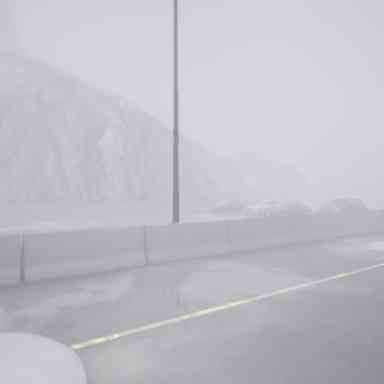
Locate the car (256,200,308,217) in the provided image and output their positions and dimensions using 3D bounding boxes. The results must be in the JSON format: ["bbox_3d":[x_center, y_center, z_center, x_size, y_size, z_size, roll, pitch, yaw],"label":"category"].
[{"bbox_3d":[7.652,1.451,26.569,4.674,1.442,1.812,0,0,-35],"label":"car"}]

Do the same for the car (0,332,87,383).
[{"bbox_3d":[-2.910,1.530,1.684,4.674,1.442,1.812,0,0,-35],"label":"car"}]

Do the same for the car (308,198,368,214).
[{"bbox_3d":[11.090,1.272,24.706,4.553,1.767,2.097,0,0,-35],"label":"car"}]

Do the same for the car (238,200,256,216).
[{"bbox_3d":[6.750,1.446,30.211,4.674,1.442,1.812,0,0,-35],"label":"car"}]

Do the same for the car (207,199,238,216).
[{"bbox_3d":[3.609,1.449,32.284,4.674,1.442,1.812,0,0,-35],"label":"car"}]
